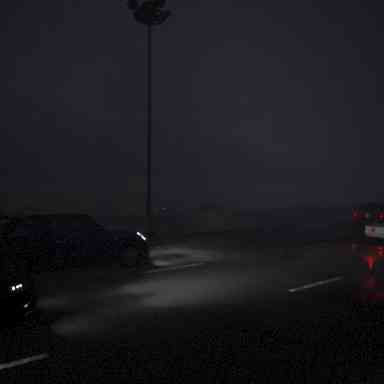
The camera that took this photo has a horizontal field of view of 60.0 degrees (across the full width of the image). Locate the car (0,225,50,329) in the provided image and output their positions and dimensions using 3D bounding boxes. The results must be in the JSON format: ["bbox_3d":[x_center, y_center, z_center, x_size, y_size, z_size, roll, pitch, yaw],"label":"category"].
[{"bbox_3d":[-4.846,1.485,4.586,4.902,1.511,2.128,0,0,-36],"label":"car"}]

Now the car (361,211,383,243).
[{"bbox_3d":[9.985,1.672,15.189,4.718,1.301,1.895,0,0,-36],"label":"car"}]

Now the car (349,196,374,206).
[{"bbox_3d":[30.188,1.602,59.241,4.553,1.767,2.097,0,0,-34],"label":"car"}]

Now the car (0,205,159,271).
[{"bbox_3d":[-3.550,1.363,9.815,4.553,1.767,2.097,0,0,-36],"label":"car"}]

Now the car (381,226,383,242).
[{"bbox_3d":[7.156,1.610,8.864,4.181,1.385,1.994,0,0,-36],"label":"car"}]

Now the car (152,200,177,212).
[{"bbox_3d":[-2.845,1.625,36.379,5.357,1.411,2.033,0,0,-36],"label":"car"}]

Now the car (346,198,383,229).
[{"bbox_3d":[12.174,1.445,21.055,4.553,1.767,2.097,0,0,-36],"label":"car"}]

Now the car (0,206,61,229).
[{"bbox_3d":[-11.277,1.614,21.746,4.718,1.301,1.895,0,0,-36],"label":"car"}]

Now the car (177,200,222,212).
[{"bbox_3d":[1.105,1.614,34.895,4.674,1.442,1.812,1,0,-35],"label":"car"}]

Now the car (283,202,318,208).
[{"bbox_3d":[10.865,1.682,33.251,4.181,1.385,1.994,0,0,-35],"label":"car"}]

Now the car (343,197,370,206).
[{"bbox_3d":[22.484,1.753,45.621,4.181,1.385,1.994,0,0,-34],"label":"car"}]
